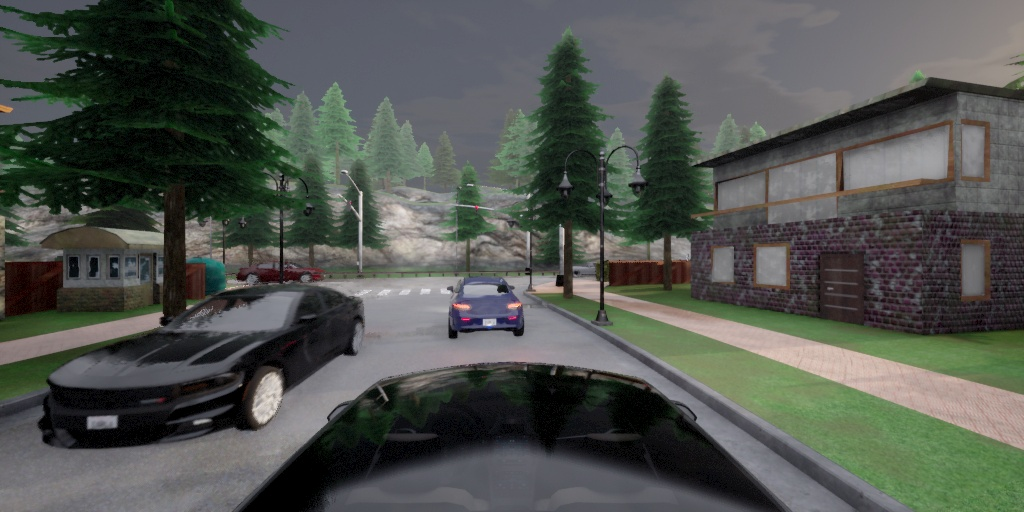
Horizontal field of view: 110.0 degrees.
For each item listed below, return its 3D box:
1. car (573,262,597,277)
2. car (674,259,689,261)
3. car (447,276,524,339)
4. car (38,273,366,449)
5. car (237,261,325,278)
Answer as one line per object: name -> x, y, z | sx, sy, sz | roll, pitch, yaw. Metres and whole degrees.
car -> 6.873, 1.194, 32.218 | 4.718, 1.301, 1.895 | 0, 0, -12
car -> 15.934, 1.084, 34.176 | 4.902, 1.511, 2.128 | 0, 0, -12
car -> -0.834, 1.276, 10.086 | 1.812, 1.442, 4.674 | 0, 0, -9
car -> -3.914, 1.227, 5.720 | 1.882, 1.535, 5.008 | 0, 0, -5
car -> -15.095, 1.070, 23.688 | 5.008, 1.535, 1.882 | 0, 0, -12
